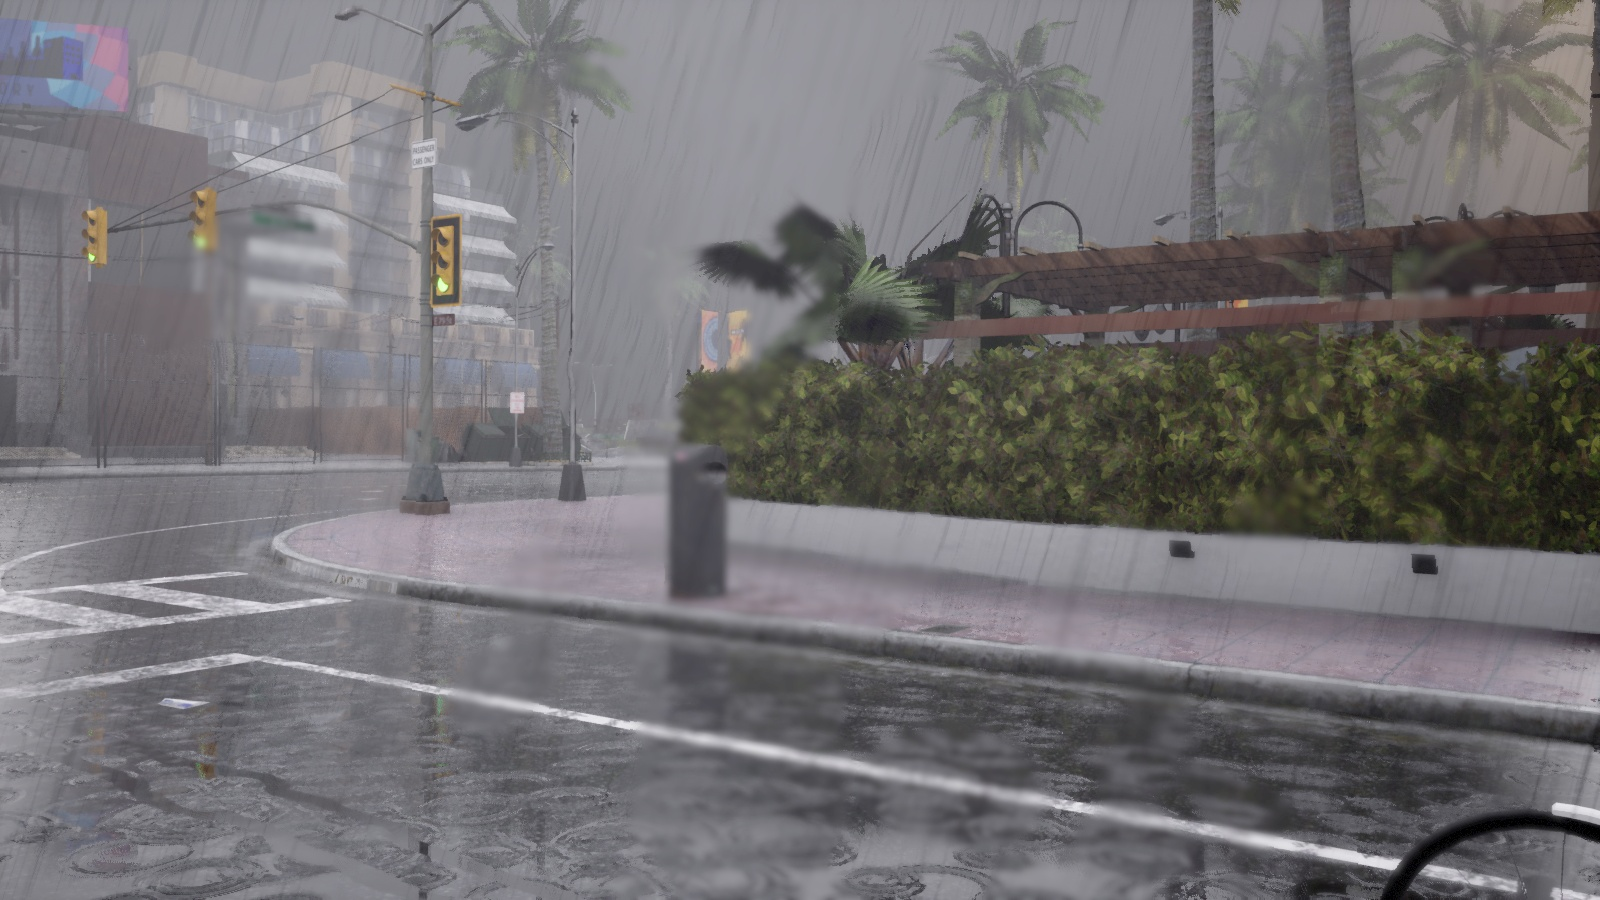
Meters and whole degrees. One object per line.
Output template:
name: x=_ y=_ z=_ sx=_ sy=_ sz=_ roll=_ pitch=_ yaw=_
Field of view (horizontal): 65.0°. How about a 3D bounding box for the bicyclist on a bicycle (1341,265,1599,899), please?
bicyclist on a bicycle: x=2.029 y=0.553 z=2.267 sx=1.843 sy=1.776 sz=0.659 roll=0 pitch=1 yaw=34
